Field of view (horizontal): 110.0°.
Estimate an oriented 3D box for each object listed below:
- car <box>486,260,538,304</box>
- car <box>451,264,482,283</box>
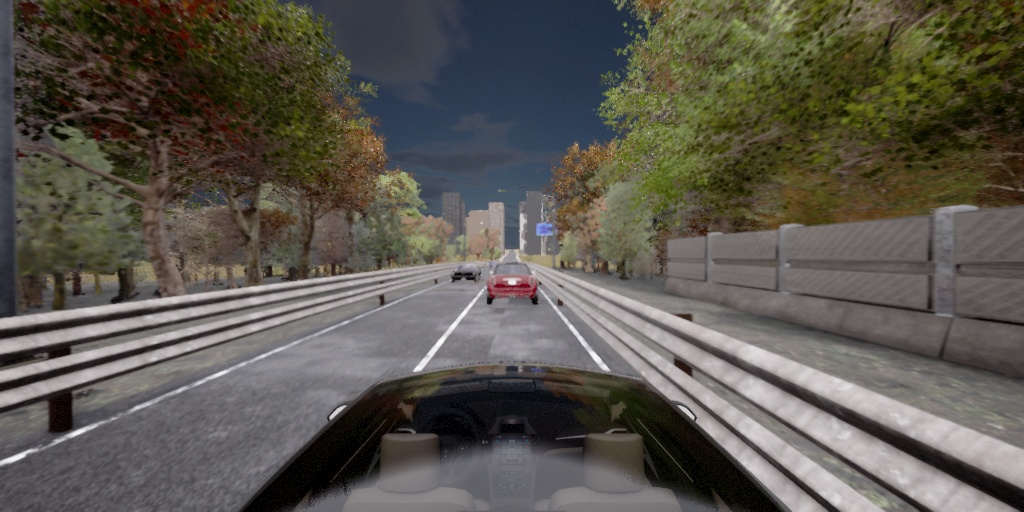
[{"bbox_3d":[0.024,1.039,16.063,2.097,1.767,4.553,0,0,0],"label":"car"},{"bbox_3d":[-3.350,1.295,26.961,1.895,1.301,4.718,0,0,0],"label":"car"}]
